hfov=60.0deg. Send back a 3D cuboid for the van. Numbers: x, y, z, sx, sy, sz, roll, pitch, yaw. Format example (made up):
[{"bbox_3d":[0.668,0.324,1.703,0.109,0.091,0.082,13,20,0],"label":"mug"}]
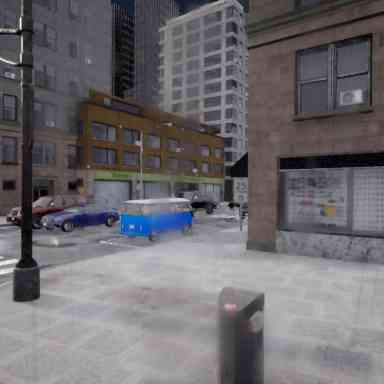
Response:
[{"bbox_3d":[-1.462,1.208,15.465,1.690,1.788,3.998,1,1,35],"label":"van"}]

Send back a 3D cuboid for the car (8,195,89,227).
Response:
[{"bbox_3d":[-8.424,1.123,20.384,2.192,1.841,5.009,1,1,35],"label":"car"}]

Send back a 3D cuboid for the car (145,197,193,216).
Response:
[{"bbox_3d":[-1.952,1.215,29.549,1.887,1.381,4.507,1,1,35],"label":"car"}]

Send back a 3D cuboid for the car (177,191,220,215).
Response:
[{"bbox_3d":[-0.124,0.918,27.534,2.150,2.045,5.566,0,1,35],"label":"car"}]

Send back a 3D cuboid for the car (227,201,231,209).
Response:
[{"bbox_3d":[5.678,1.173,35.733,1.895,1.301,4.718,1,1,36],"label":"car"}]

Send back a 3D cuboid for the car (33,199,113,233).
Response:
[{"bbox_3d":[-6.201,1.351,18.938,1.812,1.442,4.674,0,1,35],"label":"car"}]

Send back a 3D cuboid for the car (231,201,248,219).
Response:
[{"bbox_3d":[5.010,1.280,24.629,2.008,1.369,4.403,1,1,35],"label":"car"}]

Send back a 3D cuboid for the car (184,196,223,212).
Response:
[{"bbox_3d":[1.285,1.167,34.131,1.947,1.339,4.313,1,2,35],"label":"car"}]
